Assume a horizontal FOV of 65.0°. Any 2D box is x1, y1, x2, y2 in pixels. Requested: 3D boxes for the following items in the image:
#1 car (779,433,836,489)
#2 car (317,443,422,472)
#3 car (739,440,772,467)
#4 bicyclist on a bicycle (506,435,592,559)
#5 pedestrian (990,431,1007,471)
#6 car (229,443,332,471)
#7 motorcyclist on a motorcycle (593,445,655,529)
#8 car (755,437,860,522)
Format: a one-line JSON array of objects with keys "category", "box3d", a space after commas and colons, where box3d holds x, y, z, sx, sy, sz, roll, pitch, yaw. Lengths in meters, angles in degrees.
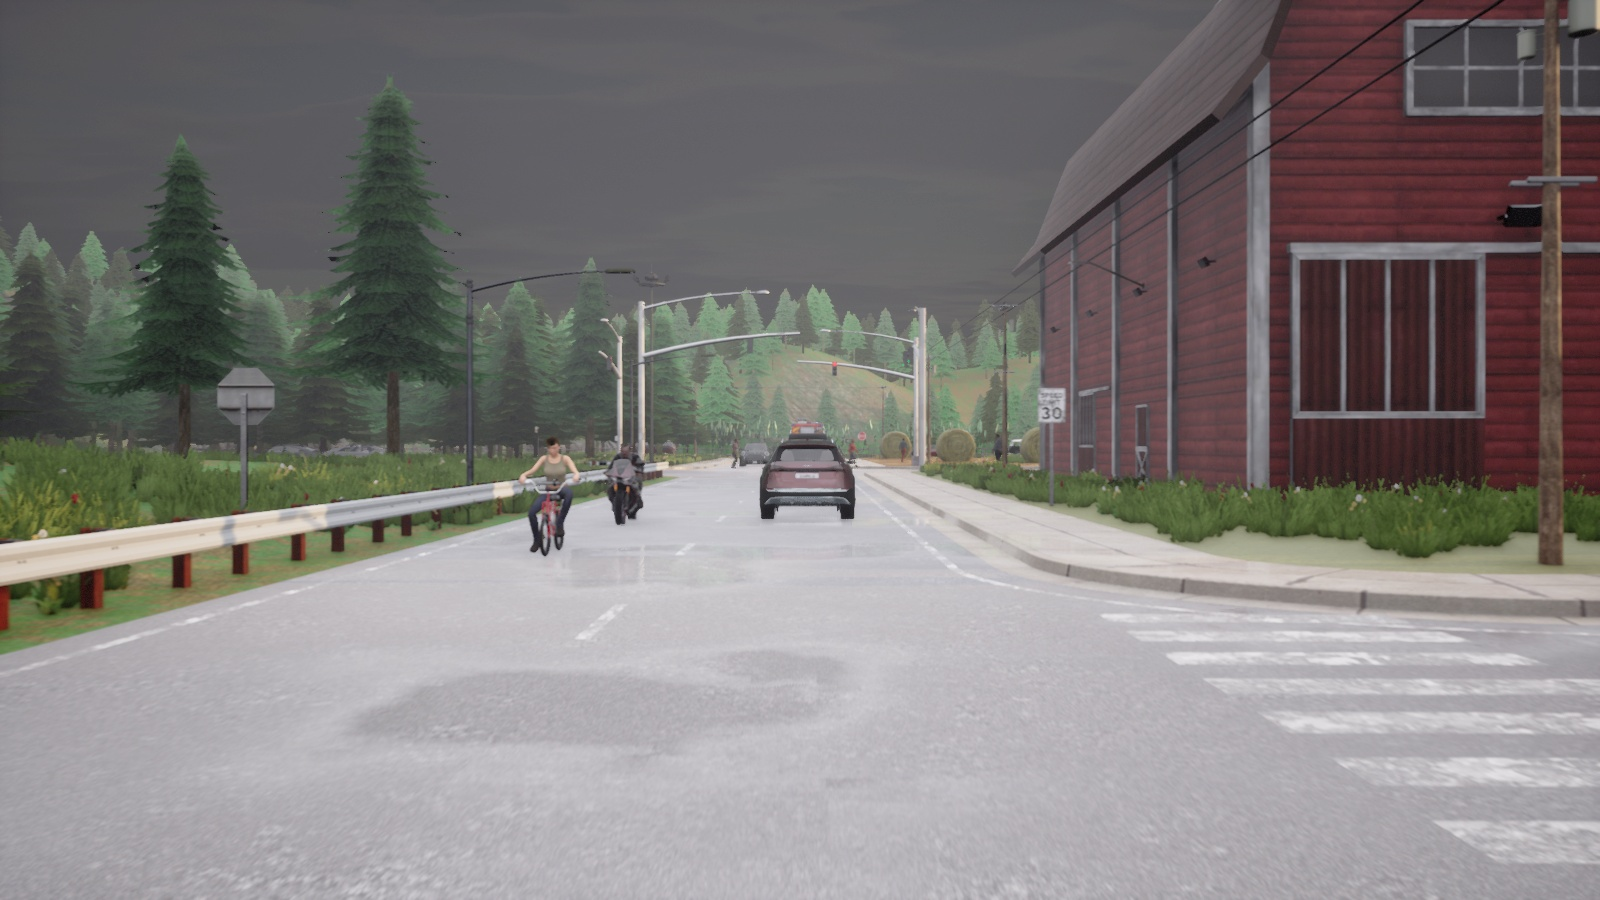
[{"category": "car", "box3d": [0.267, 0.357, 43.985, 1.905, 1.878, 3.866, 0, 0, 0]}, {"category": "car", "box3d": [-22.902, 0.374, 66.969, 4.902, 1.511, 2.128, 0, 0, -1]}, {"category": "car", "box3d": [-2.997, 0.242, 85.257, 2.097, 1.767, 4.553, 0, 0, 0]}, {"category": "bicyclist on a bicycle", "box3d": [-3.394, 0.608, 17.126, 0.866, 1.612, 1.509, 0, 0, 0]}, {"category": "pedestrian", "box3d": [9.738, 0.070, 61.690, 0.423, 1.949, 0.788, 0, 0, -31]}, {"category": "car", "box3d": [-29.066, 0.376, 70.394, 5.008, 1.535, 1.882, 0, 0, -1]}, {"category": "motorcyclist on a motorcycle", "box3d": [-3.347, 0.677, 24.041, 0.866, 1.530, 2.191, 0, 0, 0]}, {"category": "car", "box3d": [0.162, 0.564, 26.764, 2.033, 1.649, 4.856, 0, 0, 1]}]
